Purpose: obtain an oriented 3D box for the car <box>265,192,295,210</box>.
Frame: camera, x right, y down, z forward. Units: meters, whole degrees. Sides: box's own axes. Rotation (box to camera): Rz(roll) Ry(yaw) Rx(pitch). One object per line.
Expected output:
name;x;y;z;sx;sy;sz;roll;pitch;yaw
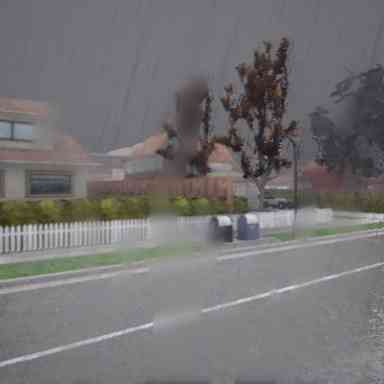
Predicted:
car;9.312;0.941;36.245;1.905;1.878;3.866;-1;0;-35
